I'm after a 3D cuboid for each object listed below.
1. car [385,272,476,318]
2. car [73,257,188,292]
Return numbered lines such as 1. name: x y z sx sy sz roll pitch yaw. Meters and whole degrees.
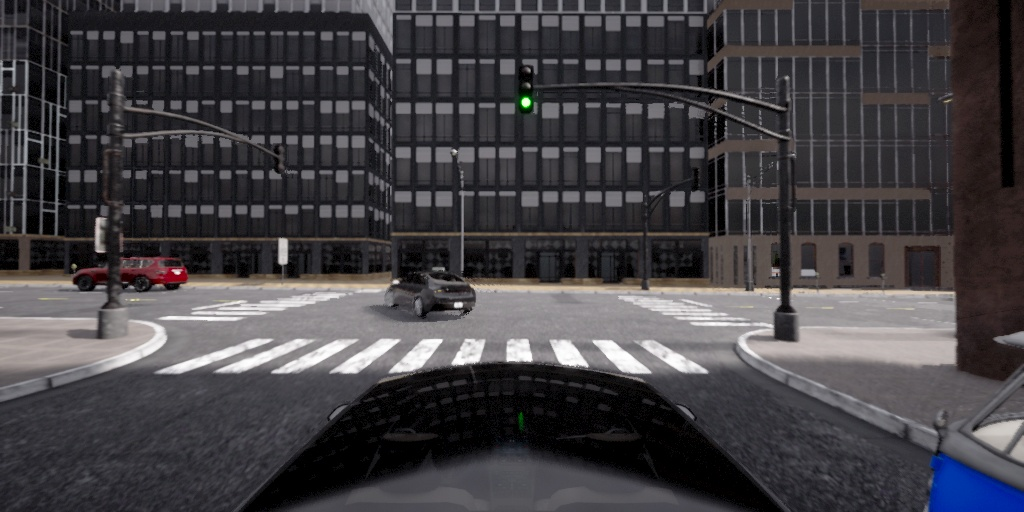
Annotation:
1. car: -3.158 1.314 13.405 1.837 1.490 4.892 4 -2 -37
2. car: -20.910 0.992 19.810 5.009 1.841 2.192 0 0 0
